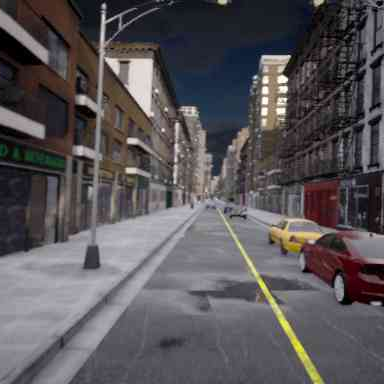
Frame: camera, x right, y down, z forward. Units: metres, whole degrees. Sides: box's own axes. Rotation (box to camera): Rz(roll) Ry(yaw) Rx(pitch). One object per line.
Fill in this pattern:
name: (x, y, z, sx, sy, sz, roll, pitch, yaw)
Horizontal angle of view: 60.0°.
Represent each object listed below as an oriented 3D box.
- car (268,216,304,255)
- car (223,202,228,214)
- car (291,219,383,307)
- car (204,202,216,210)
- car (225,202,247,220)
car: (4.636, 1.836, 14.907, 1.801, 1.575, 5.366, 2, -1, 3)
car: (5.727, 2.251, 48.835, 2.097, 1.767, 4.553, 2, -1, 3)
car: (4.273, 1.764, 8.727, 1.882, 1.535, 5.008, 2, -1, 3)
car: (3.343, 2.498, 59.530, 1.812, 1.442, 4.674, 2, -1, 3)
car: (5.059, 2.245, 37.107, 2.033, 1.411, 5.357, 2, -1, 4)
